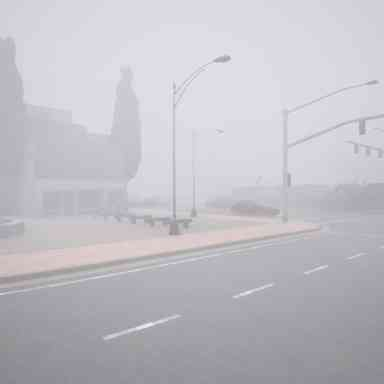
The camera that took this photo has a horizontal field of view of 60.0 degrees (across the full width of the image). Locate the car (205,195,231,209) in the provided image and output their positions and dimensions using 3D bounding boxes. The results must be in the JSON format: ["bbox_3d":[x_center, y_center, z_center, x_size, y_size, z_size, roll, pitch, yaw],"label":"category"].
[{"bbox_3d":[3.780,1.491,44.419,2.128,1.511,4.902,0,0,-40],"label":"car"}]

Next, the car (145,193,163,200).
[{"bbox_3d":[-10.050,1.153,88.053,4.605,1.855,1.932,0,0,-42],"label":"car"}]

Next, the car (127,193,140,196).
[{"bbox_3d":[-12.246,1.493,63.289,2.128,1.511,4.902,0,0,-40],"label":"car"}]

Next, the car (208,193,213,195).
[{"bbox_3d":[4.935,1.156,71.245,3.866,1.878,1.905,0,0,-42],"label":"car"}]

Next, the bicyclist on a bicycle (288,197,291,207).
[{"bbox_3d":[12.889,1.261,44.859,1.656,1.620,0.582,-7,4,-40],"label":"bicyclist on a bicycle"}]

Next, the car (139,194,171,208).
[{"bbox_3d":[-5.333,1.491,49.463,2.128,1.511,4.902,0,0,-40],"label":"car"}]

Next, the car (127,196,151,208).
[{"bbox_3d":[-8.246,1.601,47.486,1.895,1.301,4.718,0,0,-40],"label":"car"}]

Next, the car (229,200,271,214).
[{"bbox_3d":[6.179,1.564,35.867,1.994,1.385,4.181,0,0,-40],"label":"car"}]

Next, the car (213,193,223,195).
[{"bbox_3d":[6.855,1.395,69.078,3.806,1.475,1.970,0,0,-42],"label":"car"}]

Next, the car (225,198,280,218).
[{"bbox_3d":[5.767,1.478,30.941,1.882,1.535,5.008,0,0,-40],"label":"car"}]

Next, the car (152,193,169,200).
[{"bbox_3d":[-8.163,1.156,85.858,3.866,1.878,1.905,0,0,-42],"label":"car"}]
